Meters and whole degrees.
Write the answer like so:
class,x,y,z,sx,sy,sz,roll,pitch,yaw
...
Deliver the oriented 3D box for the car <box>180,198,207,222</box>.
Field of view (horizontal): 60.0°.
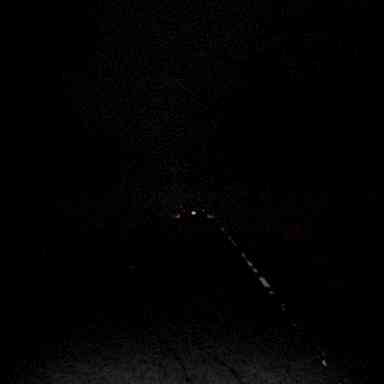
class,x,y,z,sx,sy,sz,roll,pitch,yaw
car,0.114,1.409,24.940,1.994,1.385,4.181,0,0,0
